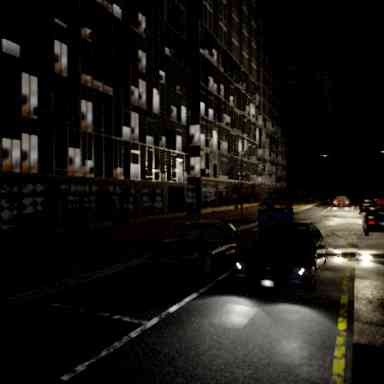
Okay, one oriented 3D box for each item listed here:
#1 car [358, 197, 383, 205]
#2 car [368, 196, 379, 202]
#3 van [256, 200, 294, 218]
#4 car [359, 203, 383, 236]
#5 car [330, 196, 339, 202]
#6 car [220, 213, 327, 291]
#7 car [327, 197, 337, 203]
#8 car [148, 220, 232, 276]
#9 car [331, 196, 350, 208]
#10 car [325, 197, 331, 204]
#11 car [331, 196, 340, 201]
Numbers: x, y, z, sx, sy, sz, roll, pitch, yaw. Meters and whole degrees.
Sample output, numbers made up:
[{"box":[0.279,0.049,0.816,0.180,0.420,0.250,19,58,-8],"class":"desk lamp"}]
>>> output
[{"box":[18.690,1.596,35.109,2.033,1.411,5.357,0,0,26],"class":"car"},{"box":[42.774,1.600,78.490,1.947,1.339,4.313,0,0,26],"class":"car"},{"box":[5.278,1.416,20.786,1.690,1.788,3.998,0,0,26],"class":"van"},{"box":[10.468,1.580,18.320,2.033,1.411,5.357,0,0,26],"class":"car"},{"box":[35.247,1.641,82.174,1.887,1.381,4.507,0,0,26],"class":"car"},{"box":[2.794,1.585,9.561,2.033,1.411,5.357,0,0,26],"class":"car"},{"box":[30.253,1.682,71.943,1.802,1.307,4.206,0,0,26],"class":"car"},{"box":[0.284,1.607,10.554,2.008,1.369,4.403,0,0,26],"class":"car"},{"box":[22.190,1.432,49.301,2.097,1.767,4.553,0,0,26],"class":"car"},{"box":[27.755,1.647,66.826,1.887,1.381,4.507,0,0,26],"class":"car"},{"box":[37.744,1.659,87.289,1.947,1.339,4.313,0,0,26],"class":"car"}]
